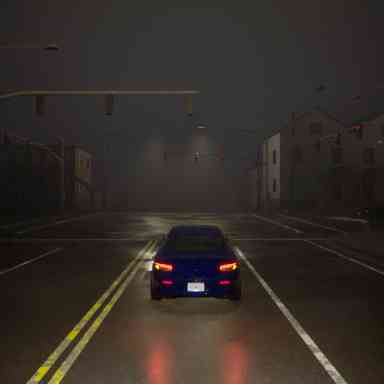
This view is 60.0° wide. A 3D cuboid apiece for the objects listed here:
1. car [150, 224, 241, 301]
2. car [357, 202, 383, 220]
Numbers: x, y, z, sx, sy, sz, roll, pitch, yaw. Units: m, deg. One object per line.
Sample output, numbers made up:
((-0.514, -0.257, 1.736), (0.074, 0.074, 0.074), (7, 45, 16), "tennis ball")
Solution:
((0.087, 1.526, 8.219), (1.812, 1.442, 4.674), (0, 0, 0), "car")
((16.370, 1.526, 27.970), (4.674, 1.442, 1.812), (0, 0, -1), "car")
